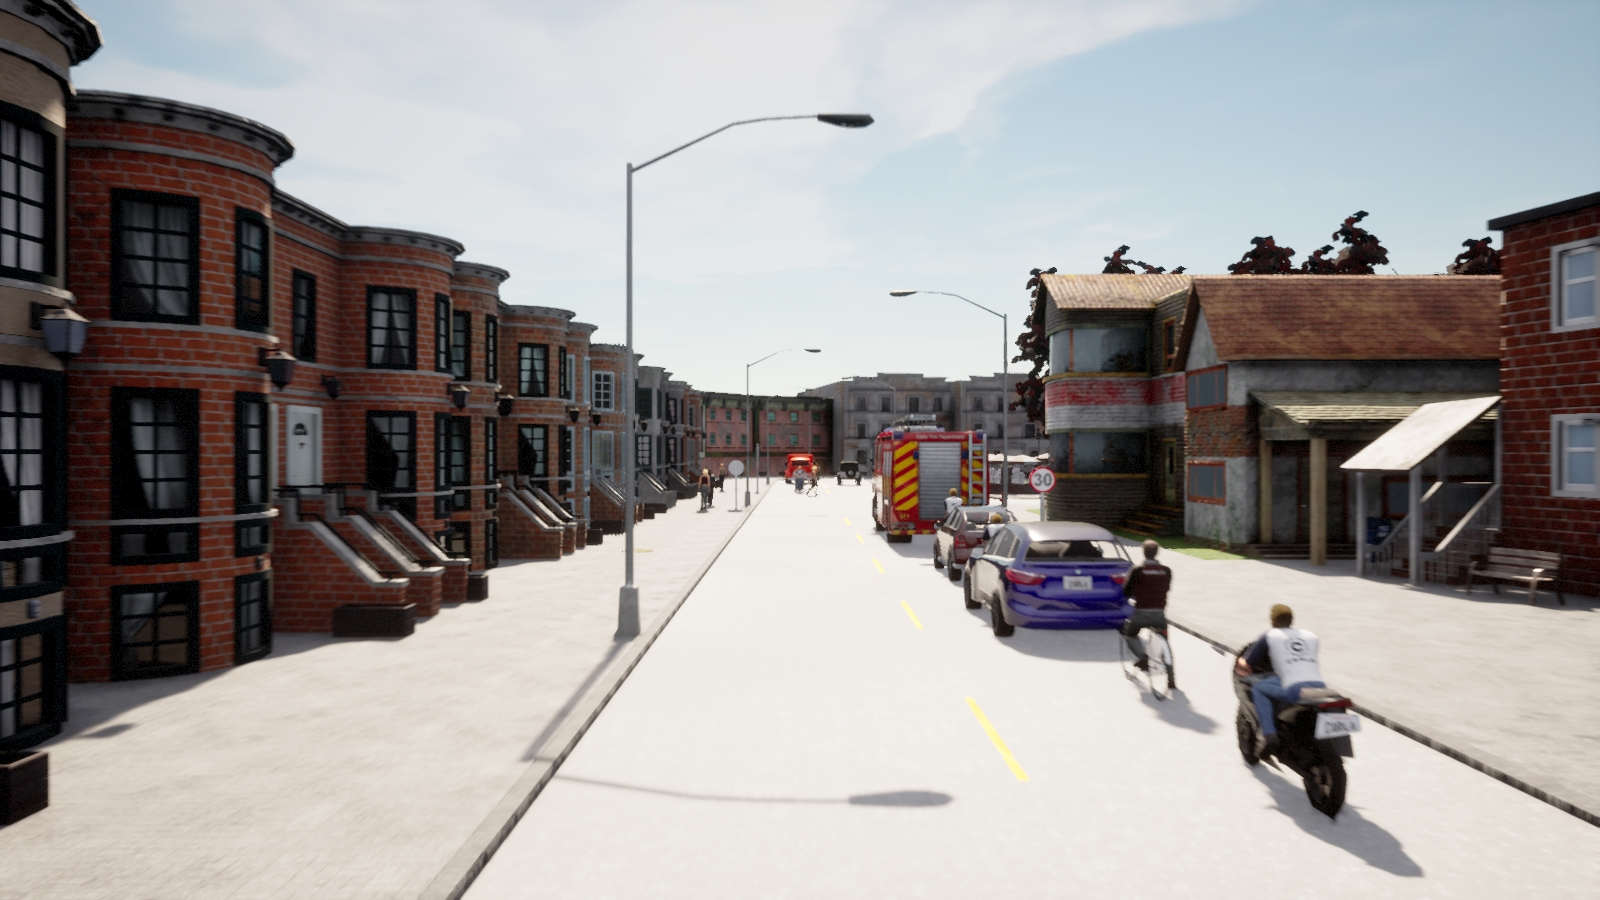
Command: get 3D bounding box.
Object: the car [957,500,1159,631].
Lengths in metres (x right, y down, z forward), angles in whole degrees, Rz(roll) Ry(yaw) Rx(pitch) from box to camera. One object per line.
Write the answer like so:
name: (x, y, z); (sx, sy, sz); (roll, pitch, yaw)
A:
car: (4.000, 1.747, 18.591); (2.242, 1.667, 4.611); (0, 0, 0)

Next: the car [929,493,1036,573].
car: (4.005, 1.800, 25.602); (1.789, 1.549, 3.705); (0, 0, 0)

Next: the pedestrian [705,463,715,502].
pedestrian: (-4.246, 1.524, 53.936); (0.375, 1.860, 0.375); (0, 0, -15)

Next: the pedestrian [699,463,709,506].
pedestrian: (-4.224, 1.523, 50.227); (0.375, 1.860, 0.375); (0, 0, 1)

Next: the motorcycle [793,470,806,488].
motorcycle: (-0.020, 1.961, 77.174); (0.856, 1.236, 1.805); (0, -1, 0)

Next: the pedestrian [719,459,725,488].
pedestrian: (-5.021, 1.524, 73.710); (0.375, 1.860, 0.375); (0, 0, 2)

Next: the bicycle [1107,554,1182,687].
bicycle: (3.992, 1.940, 13.339); (0.329, 1.271, 1.835); (0, 0, 0)

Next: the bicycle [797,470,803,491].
bicycle: (-0.018, 1.935, 73.420); (0.373, 1.296, 1.643); (0, 0, 0)

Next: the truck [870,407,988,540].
truck: (3.993, 0.671, 37.261); (2.891, 3.827, 8.468); (0, 0, 0)

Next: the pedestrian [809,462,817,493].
pedestrian: (0.781, 1.628, 68.611); (0.375, 1.860, 0.375); (0, 0, -14)

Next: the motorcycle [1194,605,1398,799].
motorcycle: (3.999, 1.993, 9.427); (0.803, 1.145, 2.033); (0, 0, 0)
